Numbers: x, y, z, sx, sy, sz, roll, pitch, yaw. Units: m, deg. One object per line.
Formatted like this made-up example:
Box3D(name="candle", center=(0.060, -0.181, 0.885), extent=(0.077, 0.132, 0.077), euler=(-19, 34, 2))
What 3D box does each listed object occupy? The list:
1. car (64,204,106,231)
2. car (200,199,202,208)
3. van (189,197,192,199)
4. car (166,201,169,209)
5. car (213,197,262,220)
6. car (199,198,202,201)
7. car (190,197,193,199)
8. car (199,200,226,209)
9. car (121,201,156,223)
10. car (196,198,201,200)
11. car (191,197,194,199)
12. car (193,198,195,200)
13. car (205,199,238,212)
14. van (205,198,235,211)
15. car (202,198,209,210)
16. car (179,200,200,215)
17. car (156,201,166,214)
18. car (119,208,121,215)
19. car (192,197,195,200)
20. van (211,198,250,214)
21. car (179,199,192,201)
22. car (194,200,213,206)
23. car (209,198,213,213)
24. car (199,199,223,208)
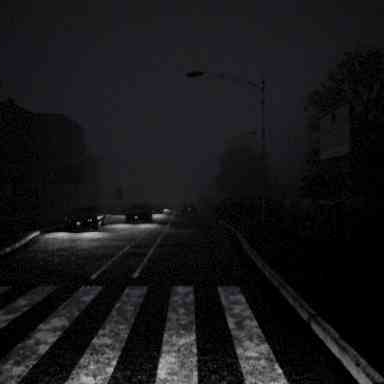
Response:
Box3D(name="car", center=(-6.670, 1.581, 21.168), extent=(1.837, 1.490, 4.892), euler=(0, -1, -6))
Box3D(name="car", center=(4.355, 2.337, 57.072), extent=(4.792, 1.488, 2.163), euler=(1, -1, -22))
Box3D(name="van", center=(2.258, 2.656, 95.530), extent=(4.442, 1.987, 1.878), euler=(1, -1, -25))
Box3D(name="car", center=(-5.277, 2.387, 60.809), extent=(2.128, 1.511, 4.902), euler=(0, -1, -1))
Box3D(name="car", center=(5.180, 1.503, 30.455), extent=(5.566, 2.045, 2.435), euler=(1, -2, -22))
Box3D(name="car", center=(4.411, 2.362, 60.090), extent=(5.366, 1.575, 1.946), euler=(1, -1, -22))
Box3D(name="car", center=(2.579, 2.887, 92.617), extent=(4.674, 1.452, 2.002), euler=(1, -1, -24))
Box3D(name="car", center=(4.046, 2.466, 65.959), extent=(4.892, 1.521, 2.231), euler=(1, -1, -22))
Box3D(name="car", center=(-4.301, 1.719, 27.615), extent=(1.837, 1.490, 4.892), euler=(0, -1, -2))
Box3D(name="car", center=(3.972, 2.408, 62.919), extent=(5.366, 1.575, 1.946), euler=(1, -1, -22))
Box3D(name="car", center=(2.767, 2.850, 89.668), extent=(4.674, 1.452, 2.002), euler=(0, 0, -24))
Box3D(name="car", center=(3.341, 2.692, 80.800), extent=(5.008, 1.535, 2.097), euler=(1, -1, -23))
Box3D(name="car", center=(4.543, 2.069, 51.151), extent=(4.553, 1.767, 2.185), euler=(1, -1, -22))
Box3D(name="van", center=(4.527, 2.028, 54.152), extent=(4.442, 1.987, 1.878), euler=(1, -1, -22))
Box3D(name="car", center=(4.728, 1.824, 45.239), extent=(5.566, 2.045, 2.435), euler=(1, -2, -22))
Box3D(name="car", center=(-0.402, 2.086, 41.848), extent=(1.994, 1.385, 4.181), euler=(0, -1, -2))
Box3D(name="car", center=(-4.779, 2.158, 43.318), extent=(1.895, 1.301, 4.718), euler=(0, -1, -2))
Box3D(name="car", center=(-7.484, 2.015, 40.025), extent=(1.812, 1.442, 4.674), euler=(0, -1, -2))
Box3D(name="car", center=(3.345, 2.733, 83.839), extent=(5.366, 1.575, 1.946), euler=(1, -1, -24))
Box3D(name="van", center=(4.895, 1.789, 42.317), extent=(4.442, 1.987, 1.878), euler=(1, -2, -22))
Box3D(name="car", center=(-1.514, 2.674, 71.939), extent=(1.895, 1.301, 4.718), euler=(0, -1, -3))
Box3D(name="car", center=(2.978, 2.813, 86.728), extent=(4.674, 1.452, 2.002), euler=(1, -1, -24))
Box3D(name="car", center=(5.042, 1.567, 33.379), extent=(5.566, 2.045, 2.435), euler=(1, -1, -22))
Box3D(name="car", center=(3.896, 2.387, 68.921), extent=(4.553, 1.767, 2.185), euler=(1, -1, -23))
